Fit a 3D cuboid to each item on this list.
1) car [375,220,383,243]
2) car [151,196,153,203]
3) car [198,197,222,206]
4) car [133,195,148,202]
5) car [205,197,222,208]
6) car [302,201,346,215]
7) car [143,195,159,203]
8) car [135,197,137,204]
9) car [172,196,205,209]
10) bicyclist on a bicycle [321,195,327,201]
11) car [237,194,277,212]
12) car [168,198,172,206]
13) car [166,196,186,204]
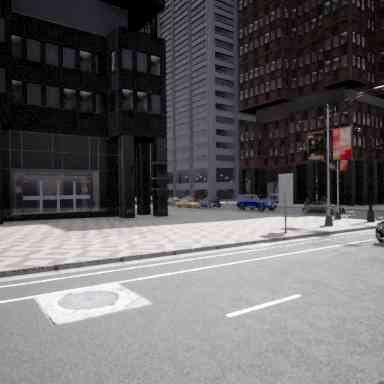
[{"bbox_3d":[10.069,1.480,14.859,4.902,1.511,2.128,0,0,-36],"label":"car"},{"bbox_3d":[-7.628,1.674,69.272,1.837,1.490,4.892,-1,0,-36],"label":"car"},{"bbox_3d":[3.107,1.614,58.821,1.887,1.381,4.507,-1,1,-36],"label":"car"},{"bbox_3d":[-12.660,1.620,80.893,1.967,1.590,4.097,-1,1,-36],"label":"car"},{"bbox_3d":[2.484,1.694,49.625,1.994,1.385,4.181,-1,0,-35],"label":"car"},{"bbox_3d":[13.495,1.627,34.203,1.994,1.385,4.181,-1,0,-36],"label":"car"},{"bbox_3d":[-9.507,1.597,76.478,1.967,1.590,4.097,-1,1,-36],"label":"car"},{"bbox_3d":[-10.141,1.821,62.703,1.802,1.307,4.206,-1,1,-36],"label":"car"},{"bbox_3d":[-0.581,1.701,49.318,1.752,1.417,4.829,-1,1,-36],"label":"car"},{"bbox_3d":[17.380,1.254,43.770,1.656,1.620,0.582,-1,1,-36],"label":"bicyclist on a bicycle"},{"bbox_3d":[8.038,1.318,41.829,2.150,2.045,5.566,-1,0,-36],"label":"car"},{"bbox_3d":[-3.309,1.731,57.800,1.994,1.385,4.181,-1,0,-35],"label":"car"},{"bbox_3d":[-3.299,1.638,67.788,1.752,1.417,4.829,-1,1,-36],"label":"car"}]
